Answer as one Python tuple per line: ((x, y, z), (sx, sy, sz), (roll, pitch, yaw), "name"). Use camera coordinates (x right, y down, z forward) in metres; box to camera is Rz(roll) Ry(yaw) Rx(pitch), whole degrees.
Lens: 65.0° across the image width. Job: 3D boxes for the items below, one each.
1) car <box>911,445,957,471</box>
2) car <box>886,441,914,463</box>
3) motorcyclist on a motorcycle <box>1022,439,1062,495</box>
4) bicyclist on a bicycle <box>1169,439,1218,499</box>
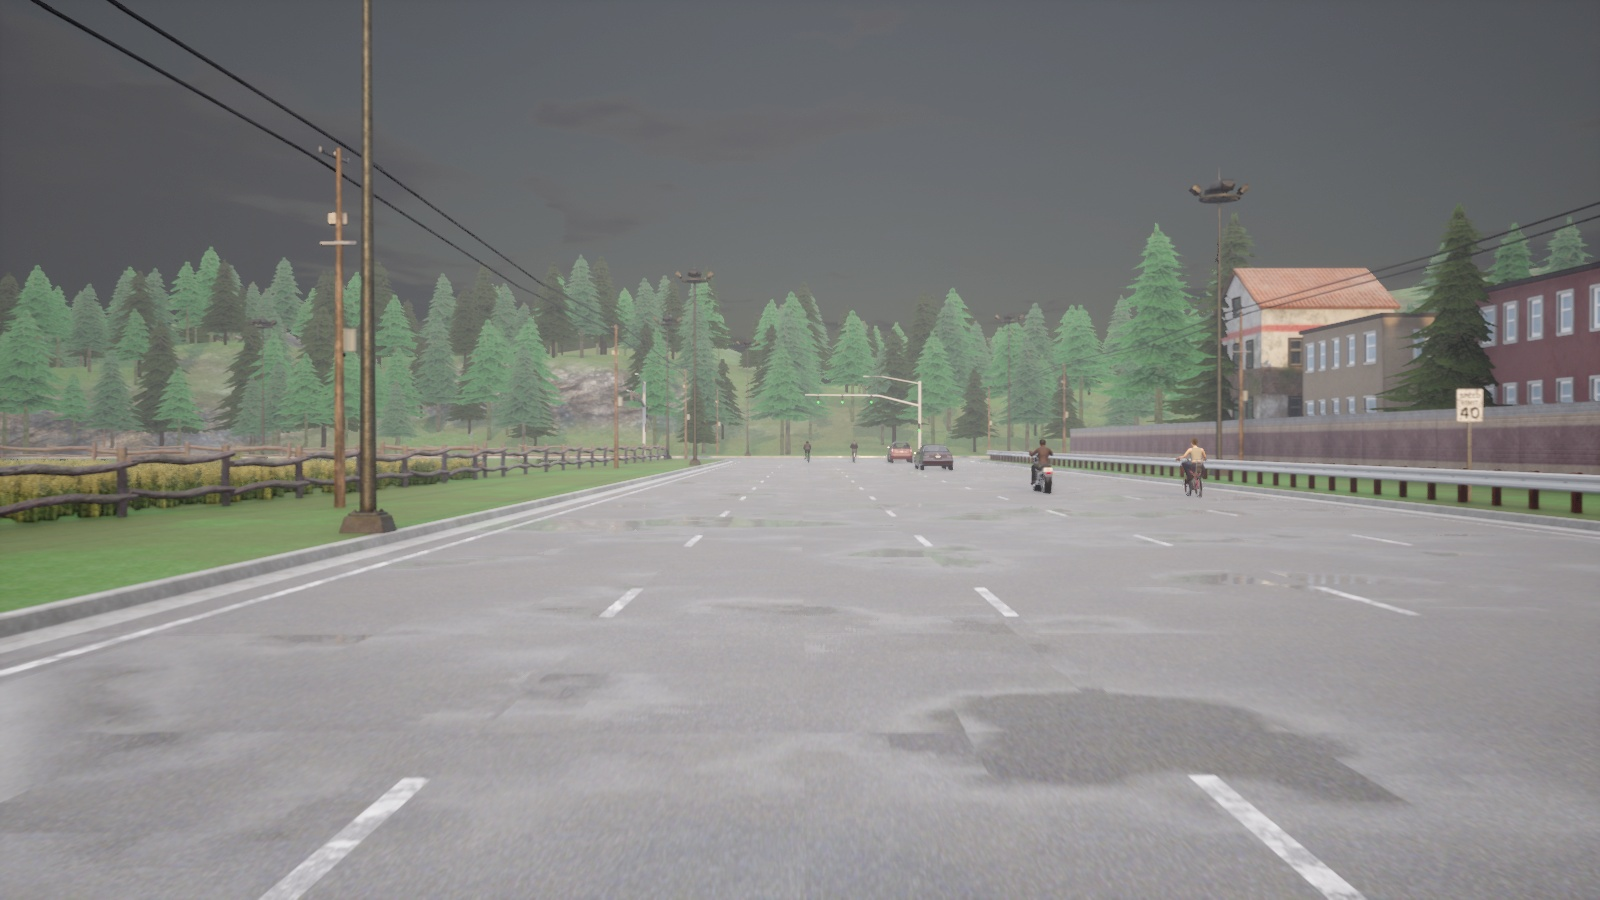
((7.415, 0.406, 69.872), (2.033, 1.411, 5.357), (0, 0, 0), "car")
((7.558, 0.115, 95.075), (1.851, 1.617, 3.988), (0, 0, 0), "car")
((7.231, 0.490, 37.666), (0.766, 1.649, 2.350), (0, 0, 0), "motorcyclist on a motorcycle")
((10.706, 0.499, 34.191), (0.866, 1.612, 1.509), (0, 0, 1), "bicyclist on a bicycle")
